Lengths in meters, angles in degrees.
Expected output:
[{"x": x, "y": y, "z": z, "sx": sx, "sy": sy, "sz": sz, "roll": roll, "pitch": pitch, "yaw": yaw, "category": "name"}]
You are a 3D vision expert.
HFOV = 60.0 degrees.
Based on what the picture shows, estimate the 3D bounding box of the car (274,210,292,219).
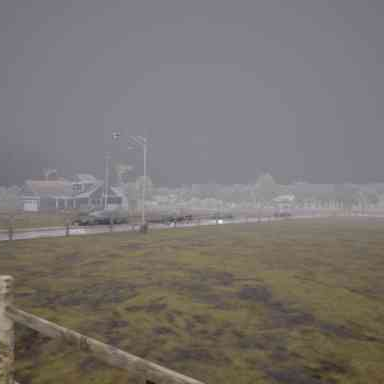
[{"x": 16.299, "y": 3.914, "z": 59.190, "sx": 1.882, "sy": 1.535, "sz": 5.008, "roll": 0, "pitch": -3, "yaw": 35, "category": "car"}]

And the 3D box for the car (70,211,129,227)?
[{"x": -8.094, "y": 2.393, "z": 29.835, "sx": 2.033, "sy": 1.411, "sz": 5.357, "roll": 0, "pitch": -2, "yaw": 35, "category": "car"}]

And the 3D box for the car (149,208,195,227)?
[{"x": -2.160, "y": 2.580, "z": 33.108, "sx": 2.128, "sy": 1.511, "sz": 4.902, "roll": 0, "pitch": -2, "yaw": 35, "category": "car"}]

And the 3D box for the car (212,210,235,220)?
[{"x": 4.552, "y": 3.310, "z": 47.643, "sx": 1.994, "sy": 1.385, "sz": 4.181, "roll": 0, "pitch": -3, "yaw": 35, "category": "car"}]

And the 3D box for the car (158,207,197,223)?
[{"x": -1.638, "y": 2.650, "z": 38.948, "sx": 2.097, "sy": 1.767, "sz": 4.553, "roll": 0, "pitch": -2, "yaw": 35, "category": "car"}]
